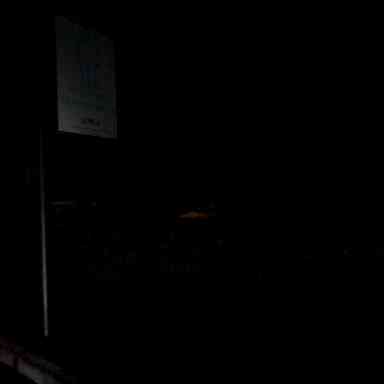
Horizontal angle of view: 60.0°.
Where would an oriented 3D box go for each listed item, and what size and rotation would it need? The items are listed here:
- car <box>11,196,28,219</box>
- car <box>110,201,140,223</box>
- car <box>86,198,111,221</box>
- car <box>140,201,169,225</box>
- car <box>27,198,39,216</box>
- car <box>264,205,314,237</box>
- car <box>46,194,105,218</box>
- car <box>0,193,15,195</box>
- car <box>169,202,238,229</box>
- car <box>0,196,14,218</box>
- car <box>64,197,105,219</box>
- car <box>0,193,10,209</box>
[{"bbox_3d":[-14.634,1.454,33.081,2.097,1.535,5.008,0,0,35],"label":"car"},{"bbox_3d":[-3.314,1.472,25.048,2.231,1.521,4.892,0,0,35],"label":"car"},{"bbox_3d":[-5.577,1.468,26.655,2.097,1.535,5.008,0,0,35],"label":"car"},{"bbox_3d":[-1.040,1.504,23.458,2.163,1.488,4.792,0,0,35],"label":"car"},{"bbox_3d":[-12.370,1.461,31.471,2.231,1.521,4.892,0,0,35],"label":"car"},{"bbox_3d":[5.714,1.512,18.586,2.163,1.488,4.792,0,0,35],"label":"car"},{"bbox_3d":[-10.122,1.211,29.844,2.435,2.045,5.566,0,0,35],"label":"car"},{"bbox_3d":[-23.698,1.152,39.497,2.435,2.045,5.566,0,0,35],"label":"car"},{"bbox_3d":[1.098,1.474,21.675,1.946,1.575,5.366,0,0,35],"label":"car"},{"bbox_3d":[-16.787,1.443,34.845,1.946,1.575,5.366,0,0,35],"label":"car"},{"bbox_3d":[-7.840,1.465,28.264,2.097,1.535,5.008,0,0,35],"label":"car"},{"bbox_3d":[-25.928,1.133,41.152,2.435,2.045,5.566,1,0,35],"label":"car"}]
